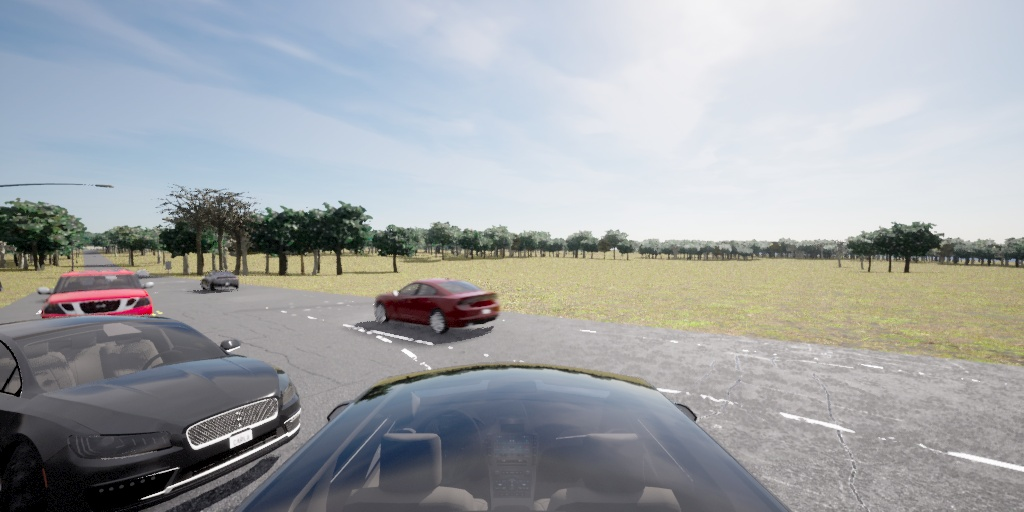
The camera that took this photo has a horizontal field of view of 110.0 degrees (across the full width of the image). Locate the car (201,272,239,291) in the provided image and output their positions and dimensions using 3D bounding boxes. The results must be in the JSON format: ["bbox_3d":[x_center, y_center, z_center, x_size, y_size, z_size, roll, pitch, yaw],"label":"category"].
[{"bbox_3d":[-24.496,2.072,30.055,4.902,1.511,2.128,-2,0,40],"label":"car"}]

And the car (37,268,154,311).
[{"bbox_3d":[-13.711,1.498,11.937,5.566,2.045,2.150,-2,0,41],"label":"car"}]

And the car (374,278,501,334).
[{"bbox_3d":[-2.625,1.485,11.799,5.008,1.535,1.882,-2,0,40],"label":"car"}]

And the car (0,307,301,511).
[{"bbox_3d":[-4.624,1.445,3.943,4.892,1.490,1.837,-3,-3,20],"label":"car"}]
